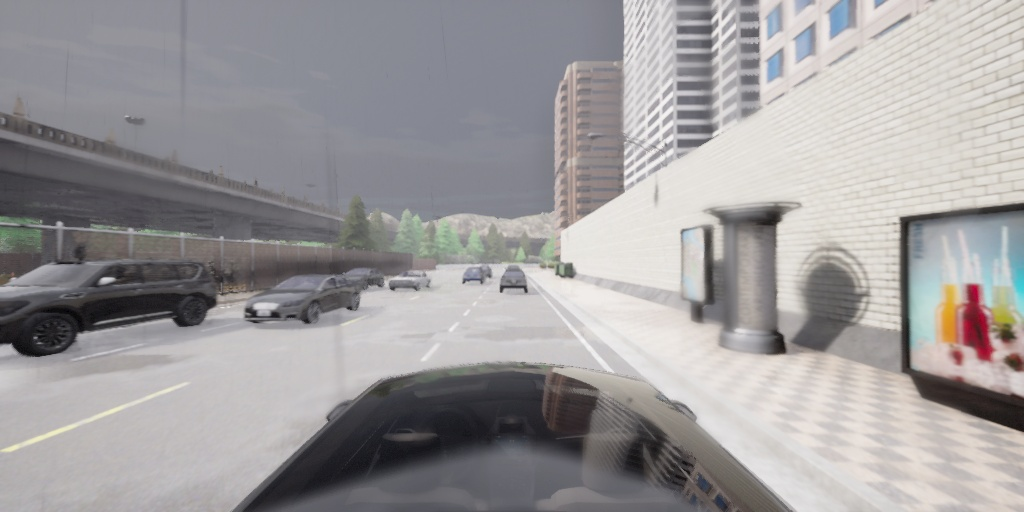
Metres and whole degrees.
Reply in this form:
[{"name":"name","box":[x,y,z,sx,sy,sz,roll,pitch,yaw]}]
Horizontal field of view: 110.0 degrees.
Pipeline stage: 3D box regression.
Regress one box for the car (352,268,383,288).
[{"name":"car","box":[-10.497,1.584,25.197,2.128,1.511,4.902,0,-1,1]}]

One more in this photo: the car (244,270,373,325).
[{"name":"car","box":[-7.033,1.401,12.654,2.128,1.511,4.902,0,-1,1]}]

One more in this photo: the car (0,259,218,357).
[{"name":"car","box":[-10.565,1.079,9.218,2.150,2.045,5.566,0,-1,1]}]

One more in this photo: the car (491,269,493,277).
[{"name":"car","box":[-3.354,1.912,43.417,2.033,1.411,5.357,0,-1,1]}]

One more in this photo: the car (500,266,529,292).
[{"name":"car","box":[0.134,1.632,24.294,2.033,1.411,5.357,0,-1,1]}]

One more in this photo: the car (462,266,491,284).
[{"name":"car","box":[-3.360,1.752,32.595,2.033,1.411,5.357,0,-1,0]}]

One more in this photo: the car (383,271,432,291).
[{"name":"car","box":[-6.999,1.691,24.986,1.895,1.301,4.718,0,-1,1]}]
